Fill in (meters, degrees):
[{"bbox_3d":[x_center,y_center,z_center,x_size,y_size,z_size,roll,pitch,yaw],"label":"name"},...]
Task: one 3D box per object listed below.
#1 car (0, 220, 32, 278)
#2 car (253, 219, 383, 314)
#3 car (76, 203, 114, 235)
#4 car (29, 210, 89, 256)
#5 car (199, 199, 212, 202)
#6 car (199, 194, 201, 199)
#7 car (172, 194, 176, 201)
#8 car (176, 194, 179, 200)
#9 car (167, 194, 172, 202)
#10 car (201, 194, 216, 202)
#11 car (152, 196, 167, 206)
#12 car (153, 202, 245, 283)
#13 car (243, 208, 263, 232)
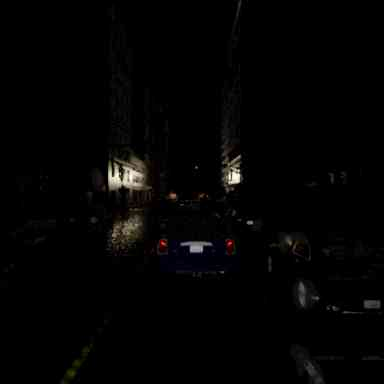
[{"bbox_3d":[-5.668,1.559,7.452,1.947,1.339,4.313,0,0,0],"label":"car"},{"bbox_3d":[2.857,1.543,7.451,2.008,1.369,4.403,0,0,0],"label":"car"},{"bbox_3d":[-5.667,1.424,18.455,1.967,1.590,4.097,0,0,0],"label":"car"},{"bbox_3d":[-5.667,1.570,12.954,1.802,1.307,4.206,0,0,0],"label":"car"},{"bbox_3d":[0.103,1.458,22.761,1.882,1.535,5.008,0,0,0],"label":"car"},{"bbox_3d":[2.921,1.545,66.361,2.008,1.369,4.403,0,0,0],"label":"car"},{"bbox_3d":[-5.573,1.549,82.431,1.752,1.417,4.829,0,0,0],"label":"car"},{"bbox_3d":[-5.553,1.370,93.418,2.192,1.841,5.009,0,0,0],"label":"car"},{"bbox_3d":[-5.604,1.545,66.375,2.008,1.369,4.403,0,0,0],"label":"car"},{"bbox_3d":[2.899,1.424,55.544,1.967,1.590,4.097,0,0,0],"label":"car"},{"bbox_3d":[-5.626,1.566,55.558,1.802,1.307,4.206,0,0,0],"label":"car"},{"bbox_3d":[0.106,1.342,9.812,2.097,1.767,4.553,0,0,0],"label":"car"},{"bbox_3d":[2.859,1.549,18.454,1.947,1.339,4.313,0,0,0],"label":"car"}]
